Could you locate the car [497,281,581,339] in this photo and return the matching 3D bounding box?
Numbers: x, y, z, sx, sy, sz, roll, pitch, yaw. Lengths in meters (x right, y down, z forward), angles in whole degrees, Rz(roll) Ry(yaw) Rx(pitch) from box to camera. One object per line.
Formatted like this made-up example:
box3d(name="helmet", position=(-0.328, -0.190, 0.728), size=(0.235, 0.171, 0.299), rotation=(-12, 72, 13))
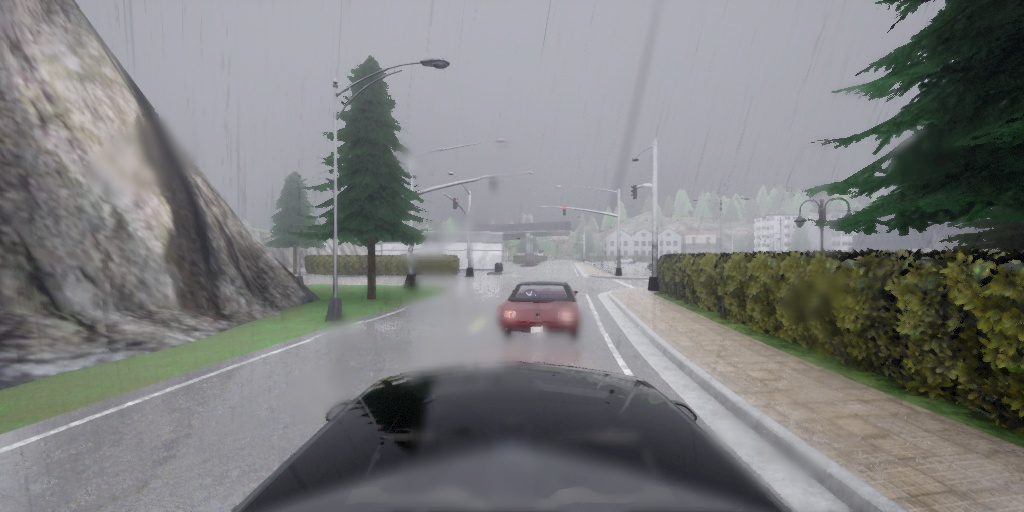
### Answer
box3d(name="car", position=(0.914, 1.351, 10.127), size=(1.895, 1.301, 4.718), rotation=(0, 0, 8))
